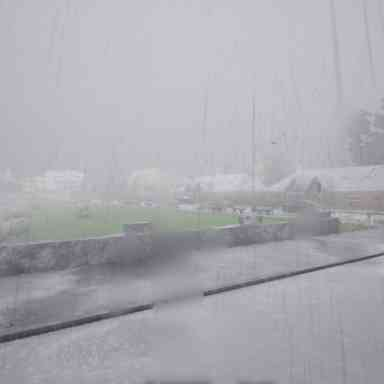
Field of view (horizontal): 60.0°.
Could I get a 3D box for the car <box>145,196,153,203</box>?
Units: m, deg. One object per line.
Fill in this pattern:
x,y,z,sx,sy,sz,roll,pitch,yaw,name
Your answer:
-7.588,1.478,65.849,1.882,1.535,5.008,0,0,-35,car

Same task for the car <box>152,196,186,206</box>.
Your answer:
-3.761,1.548,53.475,2.033,1.411,5.357,0,0,-35,car

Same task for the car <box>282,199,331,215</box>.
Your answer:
11.138,1.505,32.499,1.837,1.490,4.892,0,0,-35,car

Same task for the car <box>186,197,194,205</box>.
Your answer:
-1.664,1.478,57.614,1.882,1.535,5.008,0,0,-35,car

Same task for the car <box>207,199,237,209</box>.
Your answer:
3.787,1.564,42.827,1.994,1.385,4.181,0,0,-35,car
